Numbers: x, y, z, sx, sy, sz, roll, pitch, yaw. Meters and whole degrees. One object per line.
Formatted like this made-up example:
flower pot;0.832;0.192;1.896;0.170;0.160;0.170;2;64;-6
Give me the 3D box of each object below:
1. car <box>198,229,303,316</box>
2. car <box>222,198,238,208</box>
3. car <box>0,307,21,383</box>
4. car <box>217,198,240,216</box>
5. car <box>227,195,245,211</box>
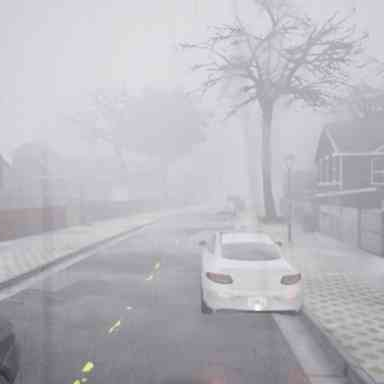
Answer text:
car;1.133;1.567;7.520;1.812;1.442;4.674;0;0;3
car;6.399;1.839;55.873;1.812;1.442;4.674;0;0;18
car;-2.612;1.534;1.513;1.812;1.442;4.674;0;0;1
car;3.756;1.721;35.157;1.812;1.442;4.674;0;0;12
car;5.873;1.476;44.996;2.150;2.045;5.566;0;0;15
